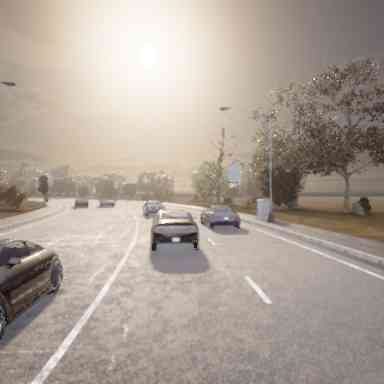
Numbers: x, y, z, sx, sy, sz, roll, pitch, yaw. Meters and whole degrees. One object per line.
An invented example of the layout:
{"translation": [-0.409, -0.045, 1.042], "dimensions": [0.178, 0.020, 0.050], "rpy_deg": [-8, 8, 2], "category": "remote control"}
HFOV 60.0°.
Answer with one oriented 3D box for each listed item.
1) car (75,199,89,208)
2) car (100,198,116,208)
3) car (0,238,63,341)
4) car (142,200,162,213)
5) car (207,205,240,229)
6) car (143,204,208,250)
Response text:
{"translation": [-15.400, 1.570, 46.610], "dimensions": [1.895, 1.301, 4.718], "rpy_deg": [0, 0, -19], "category": "car"}
{"translation": [-12.272, 1.533, 48.202], "dimensions": [1.994, 1.385, 4.181], "rpy_deg": [0, 0, -19], "category": "car"}
{"translation": [-3.879, 1.566, 5.976], "dimensions": [1.994, 1.385, 4.181], "rpy_deg": [0, 0, -3], "category": "car"}
{"translation": [-3.750, 1.524, 32.270], "dimensions": [2.033, 1.411, 5.357], "rpy_deg": [0, 0, -13], "category": "car"}
{"translation": [1.746, 1.543, 21.863], "dimensions": [1.994, 1.385, 4.181], "rpy_deg": [0, 0, -9], "category": "car"}
{"translation": [-0.799, 1.480, 14.259], "dimensions": [2.128, 1.511, 4.902], "rpy_deg": [0, 0, -5], "category": "car"}
